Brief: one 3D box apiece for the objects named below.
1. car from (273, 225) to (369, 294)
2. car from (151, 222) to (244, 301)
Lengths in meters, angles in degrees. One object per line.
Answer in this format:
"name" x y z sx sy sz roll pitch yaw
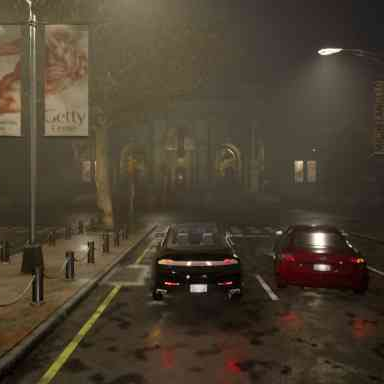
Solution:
"car" 3.253 1.564 8.970 1.994 1.385 4.181 0 0 14
"car" 0.080 1.492 8.318 2.128 1.511 4.902 0 0 -1
